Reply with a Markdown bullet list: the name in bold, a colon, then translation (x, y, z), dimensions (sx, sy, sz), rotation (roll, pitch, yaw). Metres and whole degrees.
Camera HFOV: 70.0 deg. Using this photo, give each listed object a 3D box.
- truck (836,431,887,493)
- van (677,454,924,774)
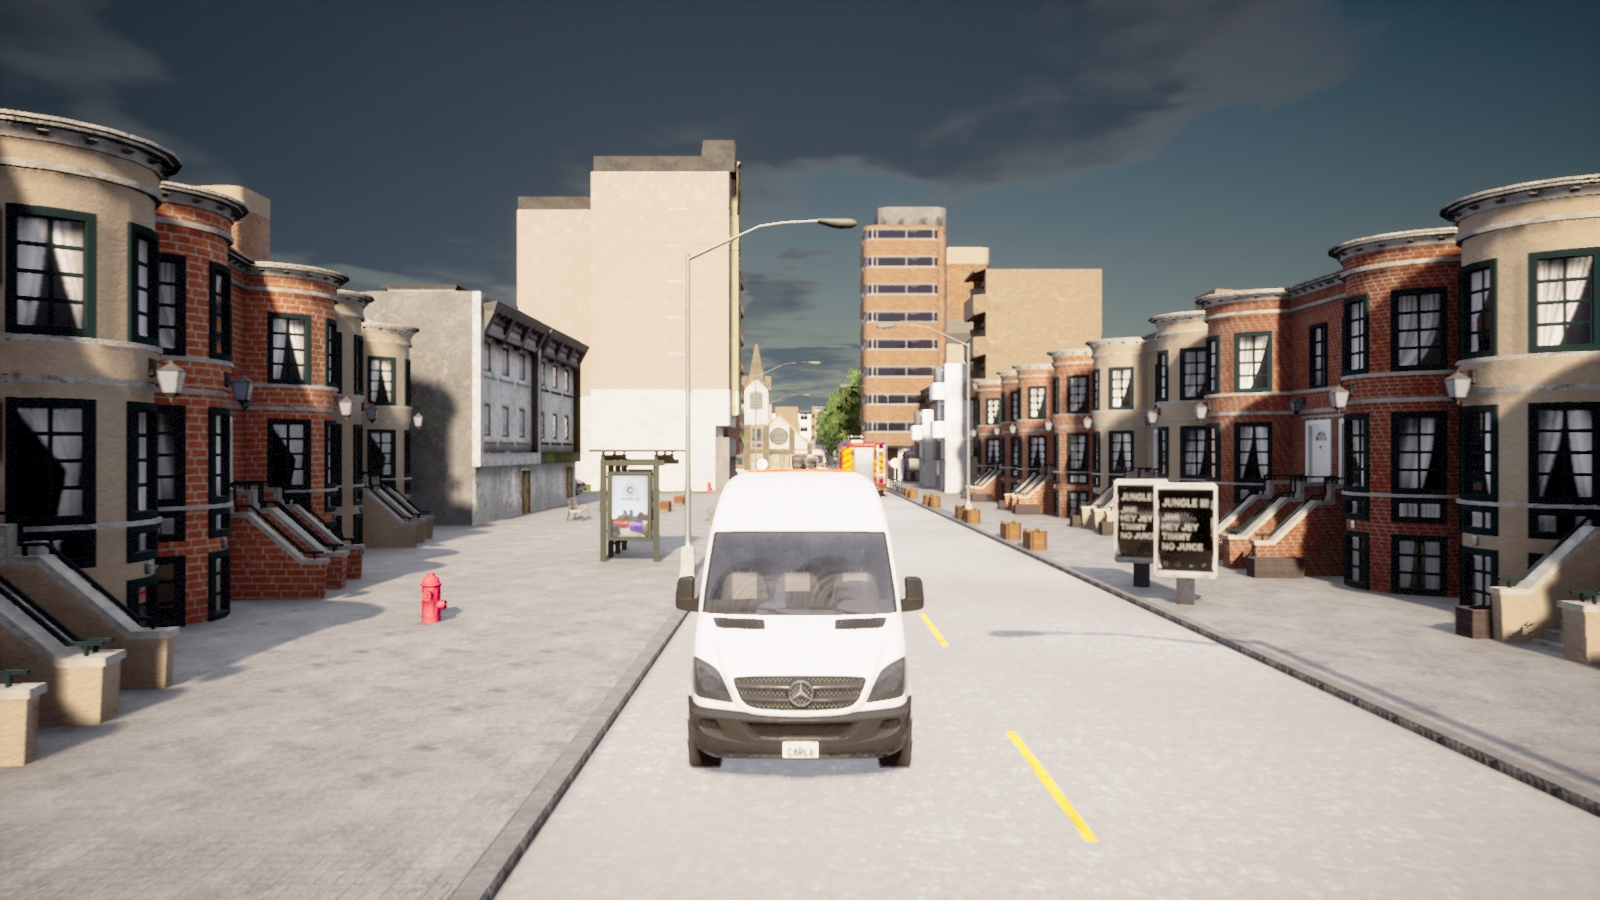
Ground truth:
- **truck**: translation (3.973, 0.760, 75.144), dimensions (2.891, 3.827, 8.468), rotation (0, 0, 0)
- **van**: translation (0.006, 1.331, 12.162), dimensions (1.988, 2.561, 5.915), rotation (0, 0, 0)
